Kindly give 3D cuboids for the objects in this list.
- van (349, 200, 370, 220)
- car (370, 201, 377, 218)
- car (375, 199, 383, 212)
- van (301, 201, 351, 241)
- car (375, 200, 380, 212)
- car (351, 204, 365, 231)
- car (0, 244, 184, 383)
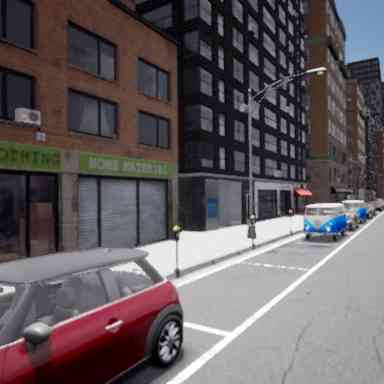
[{"bbox_3d":[12.967,1.562,26.789,1.690,1.788,3.998,-1,-1,33],"label":"van"},{"bbox_3d":[15.936,1.819,31.419,1.947,1.339,4.313,-1,-1,33],"label":"car"},{"bbox_3d":[24.837,1.917,45.317,1.947,1.339,4.313,-1,-1,33],"label":"car"},{"bbox_3d":[7.034,1.499,17.525,1.690,1.788,3.998,-1,-1,33],"label":"van"},{"bbox_3d":[18.904,1.867,36.052,1.802,1.307,4.206,-1,-1,33],"label":"car"},{"bbox_3d":[10.002,1.740,22.154,2.008,1.369,4.403,-1,-1,33],"label":"car"},{"bbox_3d":[-1.866,1.506,3.625,1.967,1.590,4.097,-1,-1,33],"label":"car"}]
